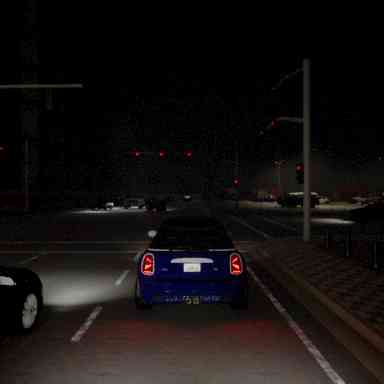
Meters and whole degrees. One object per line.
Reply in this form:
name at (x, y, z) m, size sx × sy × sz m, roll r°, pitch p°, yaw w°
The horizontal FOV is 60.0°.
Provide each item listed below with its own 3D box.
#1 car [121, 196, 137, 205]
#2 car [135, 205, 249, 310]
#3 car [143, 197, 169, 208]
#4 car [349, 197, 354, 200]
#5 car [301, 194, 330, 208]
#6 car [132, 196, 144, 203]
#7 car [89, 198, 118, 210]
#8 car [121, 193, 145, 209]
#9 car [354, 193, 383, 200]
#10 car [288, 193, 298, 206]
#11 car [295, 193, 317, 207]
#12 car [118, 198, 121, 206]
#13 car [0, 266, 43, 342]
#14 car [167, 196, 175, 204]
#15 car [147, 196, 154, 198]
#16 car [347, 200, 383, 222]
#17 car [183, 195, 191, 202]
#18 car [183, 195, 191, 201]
car at (-11.534, 1.469, 61.185) m, size 1.882 × 1.535 × 5.008 m, roll 0°, pitch 0°, yaw 0°
car at (-0.021, 1.351, 7.991) m, size 2.097 × 1.767 × 4.553 m, roll 0°, pitch 0°, yaw -1°
car at (-4.010, 1.593, 37.990) m, size 1.895 × 1.301 × 4.718 m, roll 0°, pitch 0°, yaw 0°
car at (35.905, 1.410, 69.779) m, size 3.905 × 1.438 × 1.784 m, roll 0°, pitch 0°, yaw 0°
car at (20.882, 1.443, 55.697) m, size 3.806 × 1.475 × 1.970 m, roll 0°, pitch 0°, yaw 0°
car at (-11.579, 1.581, 71.162) m, size 1.895 × 1.301 × 4.718 m, roll 0°, pitch 0°, yaw -1°
car at (-11.355, 1.542, 42.120) m, size 2.033 × 1.411 × 5.357 m, roll 0°, pitch 0°, yaw 0°
car at (-7.904, 1.215, 45.793) m, size 2.150 × 2.045 × 5.566 m, roll 0°, pitch 0°, yaw -3°
car at (35.852, 1.200, 66.883) m, size 4.605 × 1.855 × 1.932 m, roll 0°, pitch 0°, yaw 0°
car at (20.811, 1.200, 61.275) m, size 4.605 × 1.855 × 1.932 m, roll 0°, pitch 0°, yaw 0°
car at (20.872, 1.411, 58.592) m, size 3.905 × 1.438 × 1.784 m, roll 0°, pitch 0°, yaw 0°
car at (-11.458, 1.594, 51.708) m, size 1.895 × 1.301 × 4.718 m, roll 0°, pitch 0°, yaw 0°
car at (-3.488, 1.504, 3.828) m, size 1.837 × 1.490 × 4.892 m, roll 0°, pitch 0°, yaw 0°
car at (-4.418, 1.538, 66.032) m, size 2.033 × 1.411 × 5.357 m, roll 0°, pitch 0°, yaw 0°
car at (-7.993, 1.593, 55.820) m, size 1.895 × 1.301 × 4.718 m, roll 0°, pitch 0°, yaw 0°
car at (15.023, 1.577, 26.702) m, size 4.674 × 1.442 × 1.812 m, roll 0°, pitch 0°, yaw -1°
car at (-1.093, 1.585, 72.458) m, size 1.895 × 1.301 × 4.718 m, roll 0°, pitch 0°, yaw -1°
car at (-1.201, 1.375, 82.526) m, size 1.812 × 1.442 × 4.674 m, roll 0°, pitch 0°, yaw -1°
